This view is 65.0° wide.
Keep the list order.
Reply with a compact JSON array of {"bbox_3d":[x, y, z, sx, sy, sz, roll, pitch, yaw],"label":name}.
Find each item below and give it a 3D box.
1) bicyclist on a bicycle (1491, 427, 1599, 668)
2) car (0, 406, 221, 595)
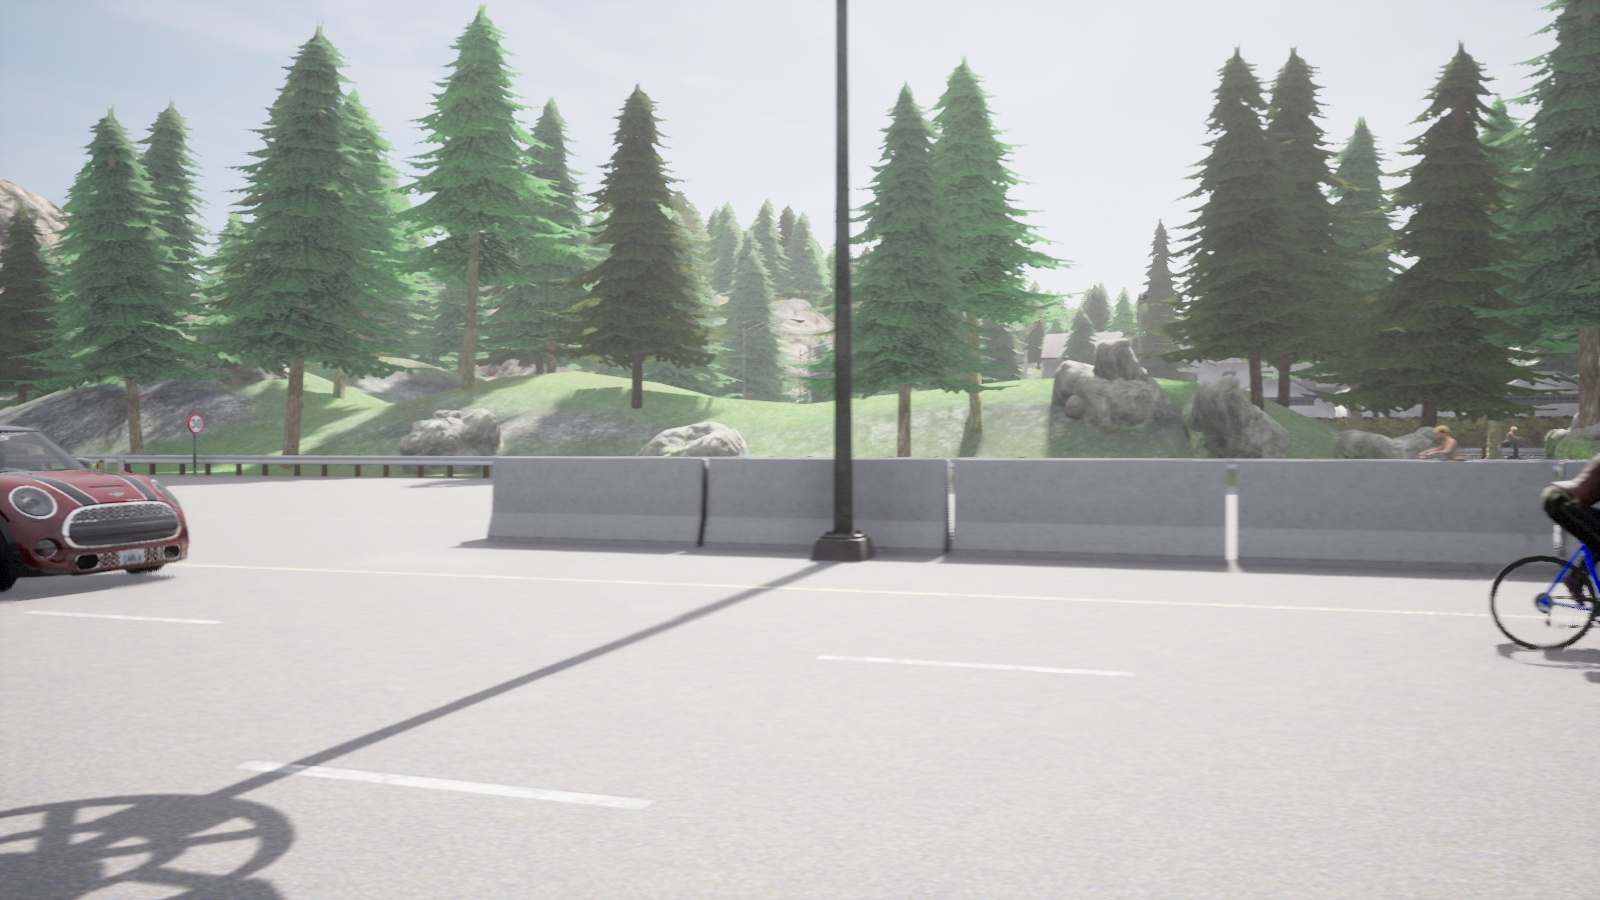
[{"bbox_3d":[5.760,0.663,8.639,1.656,1.620,0.582,1,1,19],"label":"bicyclist on a bicycle"},{"bbox_3d":[-8.820,0.436,13.496,4.553,1.767,2.097,1,1,20],"label":"car"}]
